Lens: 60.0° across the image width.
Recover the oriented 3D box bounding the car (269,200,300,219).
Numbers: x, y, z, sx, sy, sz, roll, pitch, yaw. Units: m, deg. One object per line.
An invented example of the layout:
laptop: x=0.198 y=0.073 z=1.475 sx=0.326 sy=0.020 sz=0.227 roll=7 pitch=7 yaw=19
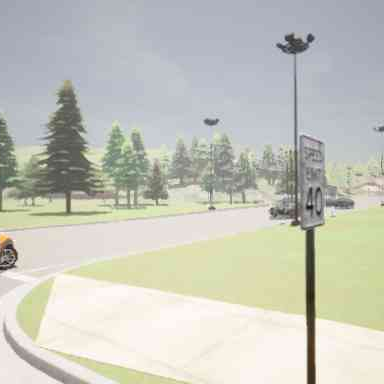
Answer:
car: x=8.854 y=1.670 z=30.278 sx=1.895 sy=1.301 sz=4.718 roll=-1 pitch=0 yaw=38

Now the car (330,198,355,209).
car: x=21.451 y=1.555 z=46.716 sx=1.837 sy=1.490 sz=4.892 roll=-1 pitch=0 yaw=38

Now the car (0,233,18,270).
car: x=-6.300 y=1.437 z=8.409 sx=2.097 sy=1.767 sz=4.553 roll=0 pitch=0 yaw=-8

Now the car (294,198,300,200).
car: x=16.149 y=1.648 z=45.623 sx=1.994 sy=1.385 sz=4.181 roll=-1 pitch=0 yaw=38

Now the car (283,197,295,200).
car: x=15.198 y=1.463 z=50.110 sx=2.097 sy=1.767 sz=4.553 roll=-1 pitch=0 yaw=38

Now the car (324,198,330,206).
car: x=22.178 y=1.638 z=53.532 sx=1.994 sy=1.385 sz=4.181 roll=-1 pitch=0 yaw=38
